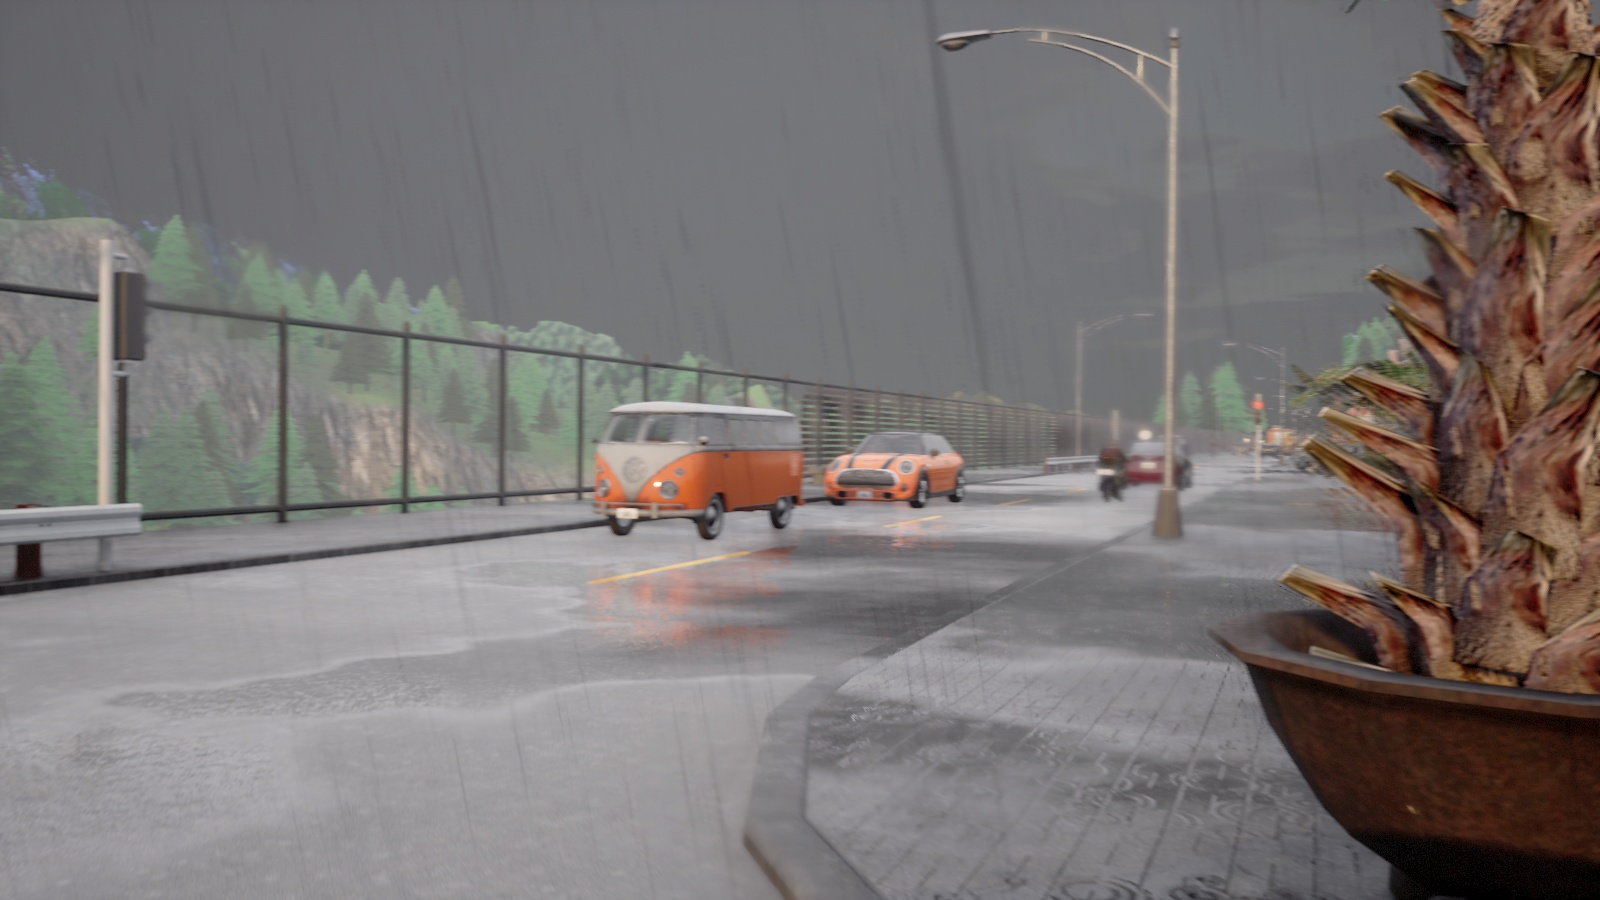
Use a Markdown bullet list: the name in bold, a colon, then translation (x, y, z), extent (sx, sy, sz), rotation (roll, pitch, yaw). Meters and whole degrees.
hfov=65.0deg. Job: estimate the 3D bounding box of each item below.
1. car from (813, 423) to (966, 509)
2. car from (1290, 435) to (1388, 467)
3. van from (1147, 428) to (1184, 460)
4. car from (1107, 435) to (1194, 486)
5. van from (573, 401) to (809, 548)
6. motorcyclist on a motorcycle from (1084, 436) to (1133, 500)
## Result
- **car**: translation (2.120, 0.309, 28.293), extent (2.097, 1.767, 4.553), rotation (0, 1, 22)
- **car**: translation (25.440, 0.025, 59.422), extent (4.193, 1.474, 1.816), rotation (0, 1, 20)
- **van**: translation (23.384, -0.425, 80.244), extent (1.775, 1.987, 4.442), rotation (0, 1, 22)
- **car**: translation (11.173, 0.286, 39.787), extent (2.163, 1.488, 4.792), rotation (0, 1, 22)
- **van**: translation (-1.520, 0.310, 19.399), extent (1.775, 1.987, 4.442), rotation (0, 1, 22)
- **motorcyclist on a motorcycle**: translation (7.735, 0.421, 31.450), extent (0.866, 1.530, 2.191), rotation (0, 1, 22)
